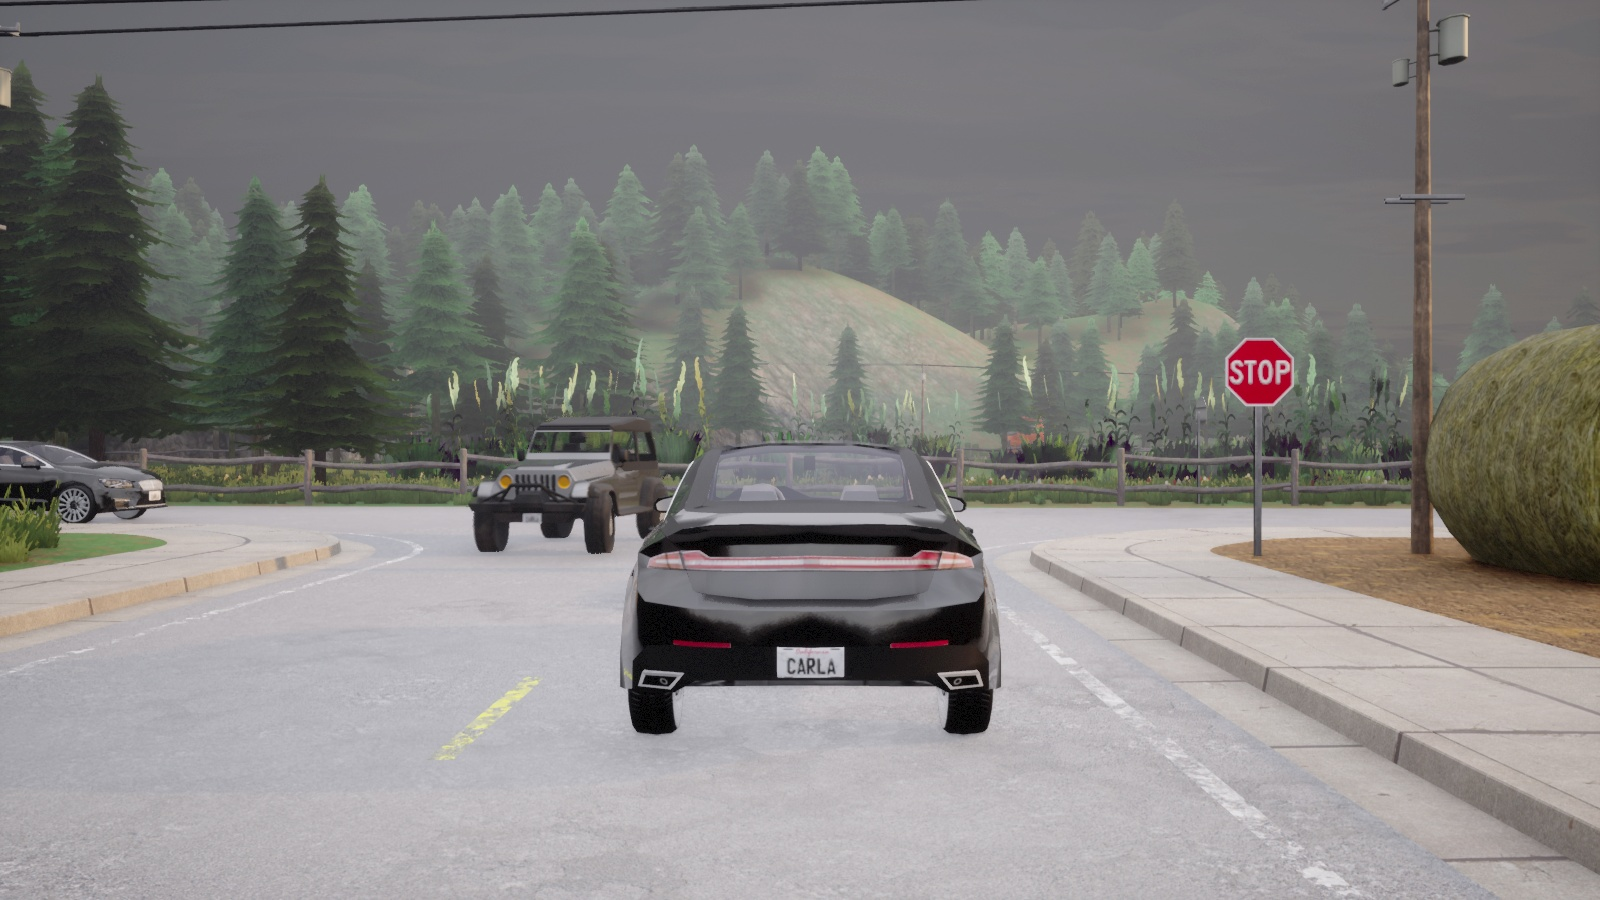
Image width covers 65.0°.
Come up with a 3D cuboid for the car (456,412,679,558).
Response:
[{"bbox_3d":[-3.222,0.432,18.250,1.905,1.878,3.866,0,1,11],"label":"car"}]

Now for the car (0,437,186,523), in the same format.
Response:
[{"bbox_3d":[-14.394,0.524,23.385,4.902,1.511,2.128,0,0,3],"label":"car"}]

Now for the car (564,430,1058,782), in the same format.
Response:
[{"bbox_3d":[0.061,0.658,7.862,2.128,1.511,4.902,0,0,0],"label":"car"}]

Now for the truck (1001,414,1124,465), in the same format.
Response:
[{"bbox_3d":[18.307,-0.717,87.911,7.936,3.462,2.891,0,0,-3],"label":"truck"}]
